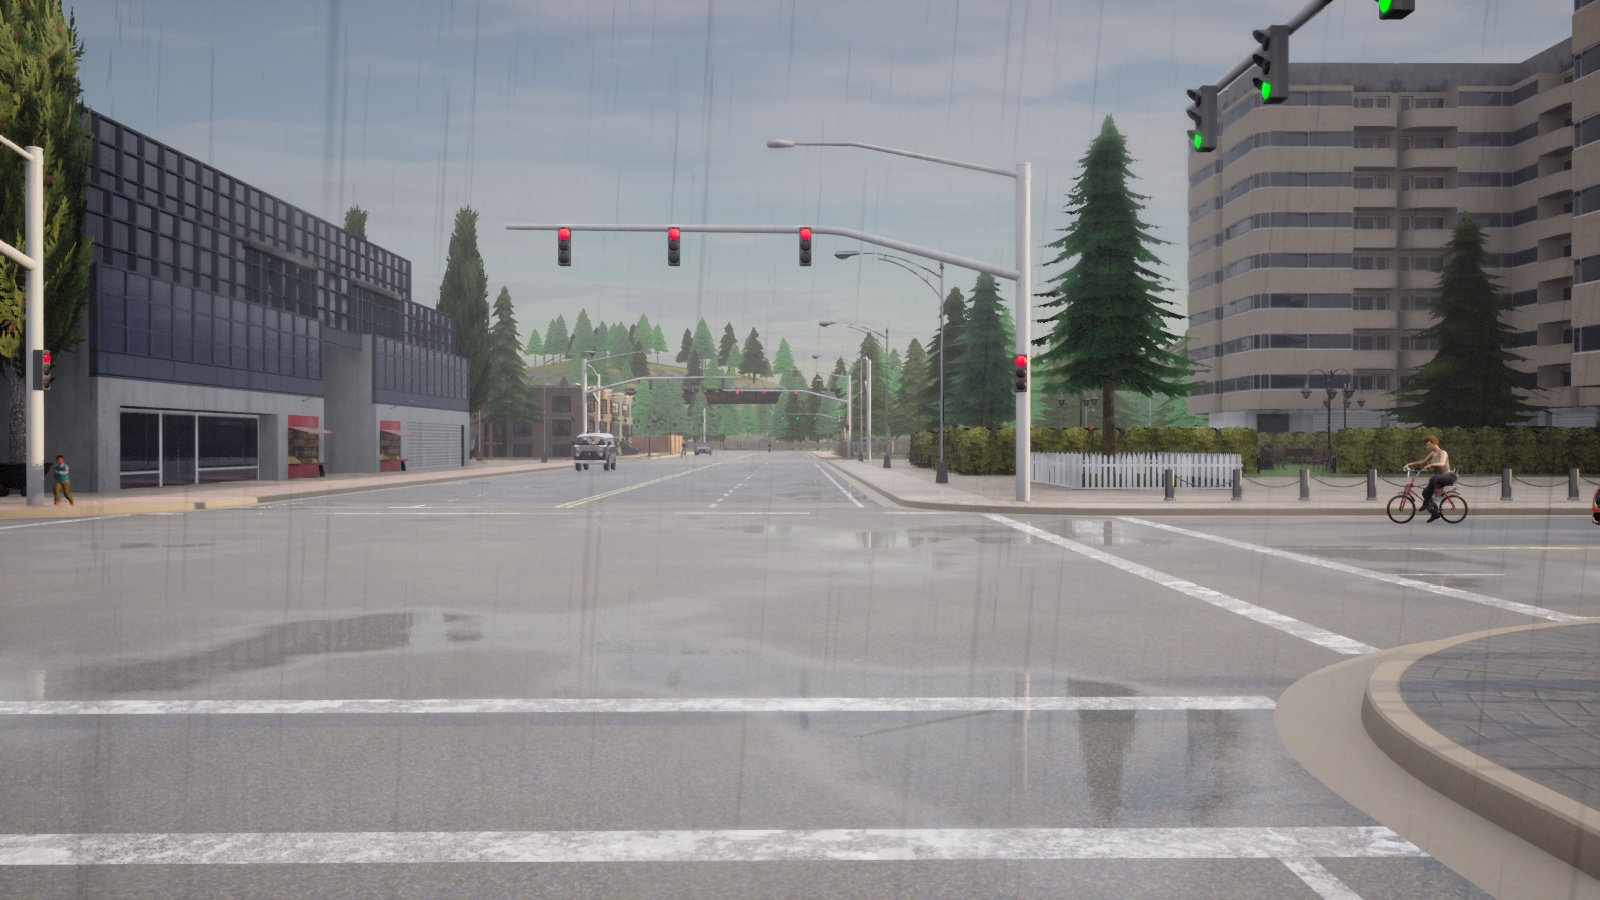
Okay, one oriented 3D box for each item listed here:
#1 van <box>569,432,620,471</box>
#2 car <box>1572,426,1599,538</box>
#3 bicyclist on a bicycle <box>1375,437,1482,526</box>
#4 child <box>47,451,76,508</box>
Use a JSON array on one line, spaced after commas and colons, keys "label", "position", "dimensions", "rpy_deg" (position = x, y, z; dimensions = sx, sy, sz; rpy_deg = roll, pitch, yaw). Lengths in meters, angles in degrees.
[{"label": "van", "position": [-11.035, 0.079, 67.685], "dimensions": [2.069, 2.038, 4.480], "rpy_deg": [0, 0, 0]}, {"label": "car", "position": [14.889, 0.507, 19.479], "dimensions": [4.553, 1.767, 2.097], "rpy_deg": [0, 0, 0]}, {"label": "bicyclist on a bicycle", "position": [11.464, 0.563, 22.946], "dimensions": [1.509, 1.612, 0.866], "rpy_deg": [0, 0, 0]}, {"label": "child", "position": [-15.591, 0.623, 26.509], "dimensions": [0.343, 1.192, 0.448], "rpy_deg": [0, 0, -1]}]
